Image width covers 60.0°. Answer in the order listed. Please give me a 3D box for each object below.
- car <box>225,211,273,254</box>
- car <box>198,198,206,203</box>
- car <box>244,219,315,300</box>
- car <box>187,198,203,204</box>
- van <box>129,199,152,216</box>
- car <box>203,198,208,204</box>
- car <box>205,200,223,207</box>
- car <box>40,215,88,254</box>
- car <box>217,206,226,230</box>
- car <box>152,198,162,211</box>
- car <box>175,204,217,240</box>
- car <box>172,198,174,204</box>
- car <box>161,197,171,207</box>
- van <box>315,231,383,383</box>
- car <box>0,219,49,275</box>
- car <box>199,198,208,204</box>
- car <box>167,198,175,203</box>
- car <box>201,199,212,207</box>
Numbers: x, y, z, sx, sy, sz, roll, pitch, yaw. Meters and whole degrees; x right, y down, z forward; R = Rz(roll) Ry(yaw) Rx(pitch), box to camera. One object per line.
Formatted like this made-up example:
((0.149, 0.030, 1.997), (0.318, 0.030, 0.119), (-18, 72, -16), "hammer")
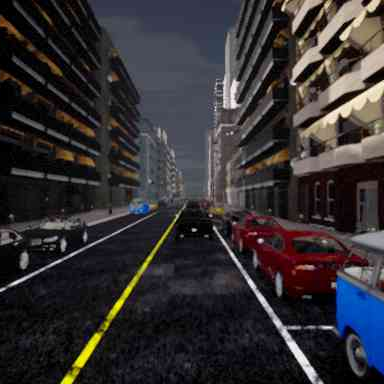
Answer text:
((2.701, 1.660, 13.947), (1.887, 1.381, 4.507), (0, 0, 0), "car")
((2.716, 2.343, 91.273), (1.947, 1.339, 4.313), (0, -1, 0), "car")
((2.701, 1.614, 8.423), (1.887, 1.381, 4.507), (0, 0, 0), "car")
((0.108, 1.850, 41.625), (1.837, 1.490, 4.892), (0, 0, 0), "car")
((-5.673, 1.640, 36.055), (1.690, 1.788, 3.998), (1, 0, 0), "van")
((2.708, 2.021, 52.609), (1.802, 1.307, 4.206), (0, 0, 0), "car")
((2.706, 1.825, 36.210), (1.752, 1.417, 4.829), (0, 0, 0), "car")
((-5.679, 1.666, 13.962), (2.008, 1.369, 4.403), (1, 0, 0), "car")
((2.702, 1.727, 19.470), (1.947, 1.339, 4.313), (0, 0, 0), "car")
((-5.673, 1.916, 46.931), (1.752, 1.417, 4.829), (0, 0, 0), "car")
((0.102, 1.625, 17.919), (1.882, 1.535, 5.008), (0, 0, 0), "car")
((-5.668, 2.175, 74.717), (1.887, 1.381, 4.507), (0, -1, 0), "car")
((-5.670, 2.100, 63.670), (1.947, 1.339, 4.313), (0, 0, 0), "car")
((2.701, 1.366, 2.902), (1.690, 1.788, 3.998), (1, 0, 0), "van")
((-5.681, 1.621, 8.439), (2.008, 1.369, 4.403), (1, 0, 0), "car")
((2.714, 2.245, 80.226), (1.947, 1.339, 4.313), (0, -1, 0), "car")
((-5.665, 2.360, 91.286), (1.802, 1.307, 4.206), (0, -1, 0), "car")
((2.711, 2.079, 63.656), (1.887, 1.381, 4.507), (0, 0, 0), "car")
